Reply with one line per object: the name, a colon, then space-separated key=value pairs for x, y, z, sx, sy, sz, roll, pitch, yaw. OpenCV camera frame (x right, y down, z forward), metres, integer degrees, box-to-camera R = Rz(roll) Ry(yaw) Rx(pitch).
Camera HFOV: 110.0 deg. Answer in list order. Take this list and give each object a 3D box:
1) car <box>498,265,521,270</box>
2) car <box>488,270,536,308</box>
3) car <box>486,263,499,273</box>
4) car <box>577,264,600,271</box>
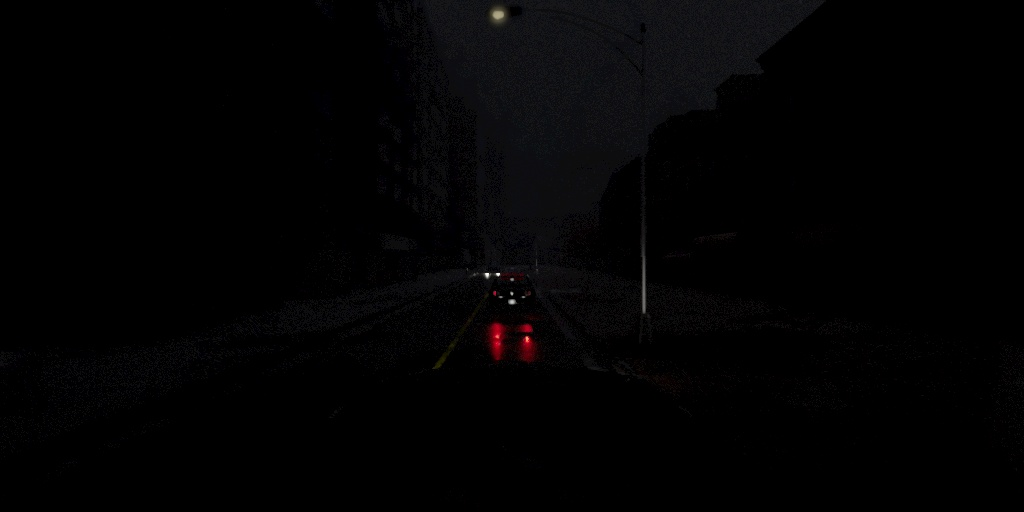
car: x=0.010 y=1.622 z=30.958 sx=1.895 sy=1.301 sz=4.718 roll=0 pitch=0 yaw=0
car: x=0.005 y=1.483 z=15.957 sx=1.895 sy=1.301 sz=4.718 roll=0 pitch=0 yaw=0
car: x=-2.741 y=1.701 z=53.114 sx=1.882 sy=1.535 sz=5.008 roll=0 pitch=-1 yaw=0
car: x=13.230 y=1.992 z=60.973 sx=4.313 sy=1.339 sz=1.948 roll=0 pitch=0 yaw=0
